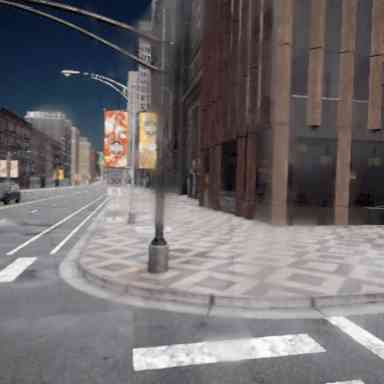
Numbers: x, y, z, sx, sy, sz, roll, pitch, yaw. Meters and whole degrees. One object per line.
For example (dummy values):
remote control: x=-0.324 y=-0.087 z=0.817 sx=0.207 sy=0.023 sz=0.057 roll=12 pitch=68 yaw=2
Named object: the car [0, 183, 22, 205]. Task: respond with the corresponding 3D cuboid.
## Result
car: x=-18.699 y=0.163 z=32.972 sx=2.150 sy=2.045 sz=5.566 roll=1 pitch=1 yaw=-12
